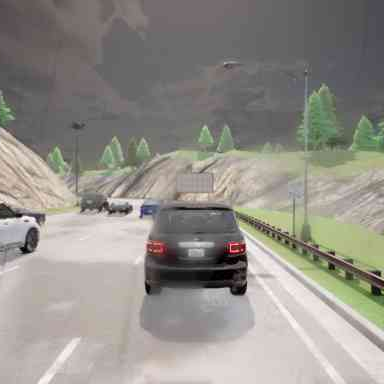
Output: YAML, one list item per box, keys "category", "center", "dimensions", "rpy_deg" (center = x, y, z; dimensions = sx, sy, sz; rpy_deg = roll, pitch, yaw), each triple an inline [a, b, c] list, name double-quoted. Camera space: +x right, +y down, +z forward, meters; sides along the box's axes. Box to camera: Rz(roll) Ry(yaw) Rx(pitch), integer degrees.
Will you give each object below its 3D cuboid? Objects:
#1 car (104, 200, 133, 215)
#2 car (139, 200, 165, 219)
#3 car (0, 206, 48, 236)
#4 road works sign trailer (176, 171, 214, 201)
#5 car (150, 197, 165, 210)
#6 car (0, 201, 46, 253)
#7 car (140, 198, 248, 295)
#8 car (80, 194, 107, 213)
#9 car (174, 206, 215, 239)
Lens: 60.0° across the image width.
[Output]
- category: "car"
  center: [-7.172, 1.601, 33.690]
  dimensions: [1.895, 1.301, 4.718]
  rpy_deg: [0, 0, -3]
- category: "car"
  center: [-3.529, 1.478, 30.131]
  dimensions: [1.882, 1.535, 5.008]
  rpy_deg: [0, -1, -1]
- category: "car"
  center: [-10.423, 1.601, 19.507]
  dimensions: [1.895, 1.301, 4.718]
  rpy_deg: [0, 0, 0]
- category: "road works sign trailer"
  center: [0.190, 0.464, 21.566]
  dimensions: [2.380, 3.560, 2.880]
  rpy_deg: [0, 0, 0]
- category: "car"
  center: [-4.589, 1.505, 43.885]
  dimensions: [1.837, 1.490, 4.892]
  rpy_deg: [0, 0, -7]
- category: "car"
  center: [-6.911, 1.219, 10.447]
  dimensions: [2.150, 2.045, 5.566]
  rpy_deg: [0, 0, 0]
- category: "car"
  center: [0.089, 1.221, 8.846]
  dimensions: [2.150, 2.045, 5.566]
  rpy_deg: [0, 0, 0]
- category: "car"
  center: [-10.943, 1.223, 37.515]
  dimensions: [2.150, 2.045, 5.566]
  rpy_deg: [0, 0, -4]
- category: "car"
  center: [0.112, 1.559, 18.069]
  dimensions: [1.994, 1.385, 4.181]
  rpy_deg: [0, 0, 0]
